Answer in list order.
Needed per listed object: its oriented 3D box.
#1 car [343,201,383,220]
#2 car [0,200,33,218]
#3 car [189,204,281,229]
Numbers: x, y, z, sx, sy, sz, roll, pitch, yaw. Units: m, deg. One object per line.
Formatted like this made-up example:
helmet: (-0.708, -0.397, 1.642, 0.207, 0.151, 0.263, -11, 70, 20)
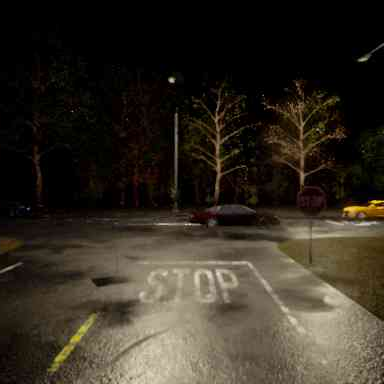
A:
car: (14.869, 1.458, 26.936, 5.008, 1.535, 1.882, -1, 0, 0)
car: (-15.335, 1.324, 27.159, 4.181, 1.385, 1.994, 0, 0, 1)
car: (2.472, 1.437, 19.981, 5.357, 1.411, 2.033, 0, 0, 0)
